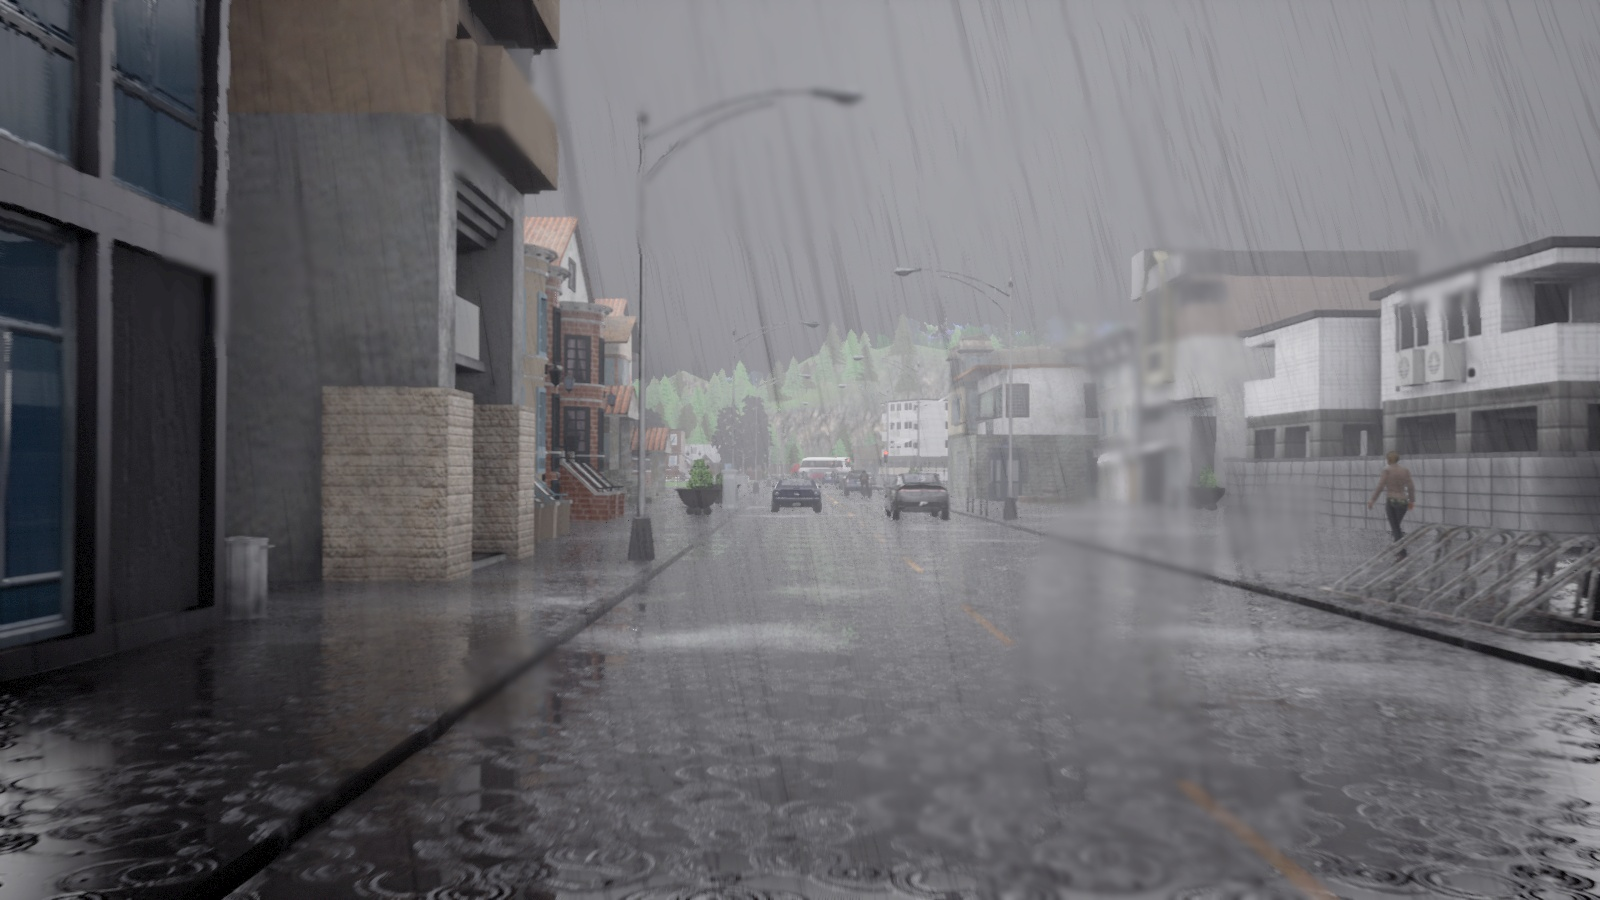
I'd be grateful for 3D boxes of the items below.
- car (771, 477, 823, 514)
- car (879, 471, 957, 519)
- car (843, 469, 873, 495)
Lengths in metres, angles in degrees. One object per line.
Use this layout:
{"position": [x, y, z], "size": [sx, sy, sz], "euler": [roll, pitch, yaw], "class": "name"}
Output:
{"position": [-0.119, 1.728, 48.554], "size": [1.895, 1.301, 4.718], "euler": [0, -1, 0], "class": "car"}
{"position": [3.896, 1.463, 42.264], "size": [2.128, 1.511, 4.902], "euler": [0, -1, 0], "class": "car"}
{"position": [3.789, 2.078, 82.455], "size": [1.851, 1.617, 3.988], "euler": [0, -1, 0], "class": "car"}
